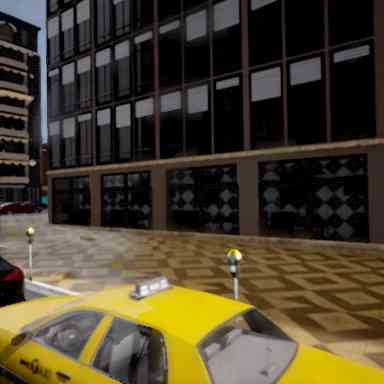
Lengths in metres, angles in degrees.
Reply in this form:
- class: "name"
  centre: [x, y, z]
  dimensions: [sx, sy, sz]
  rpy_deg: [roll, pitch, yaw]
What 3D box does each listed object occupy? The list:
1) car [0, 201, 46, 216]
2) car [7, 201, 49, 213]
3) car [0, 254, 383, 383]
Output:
- class: "car"
  centre: [-17.096, 1.661, 32.834]
  dimensions: [1.802, 1.307, 4.206]
  rpy_deg: [-2, -1, 35]
- class: "car"
  centre: [-20.763, 1.843, 42.181]
  dimensions: [1.947, 1.339, 4.313]
  rpy_deg: [-2, -1, 35]
- class: "car"
  centre: [-0.606, 1.532, 3.318]
  dimensions: [4.829, 1.417, 1.752]
  rpy_deg: [0, -1, 35]
